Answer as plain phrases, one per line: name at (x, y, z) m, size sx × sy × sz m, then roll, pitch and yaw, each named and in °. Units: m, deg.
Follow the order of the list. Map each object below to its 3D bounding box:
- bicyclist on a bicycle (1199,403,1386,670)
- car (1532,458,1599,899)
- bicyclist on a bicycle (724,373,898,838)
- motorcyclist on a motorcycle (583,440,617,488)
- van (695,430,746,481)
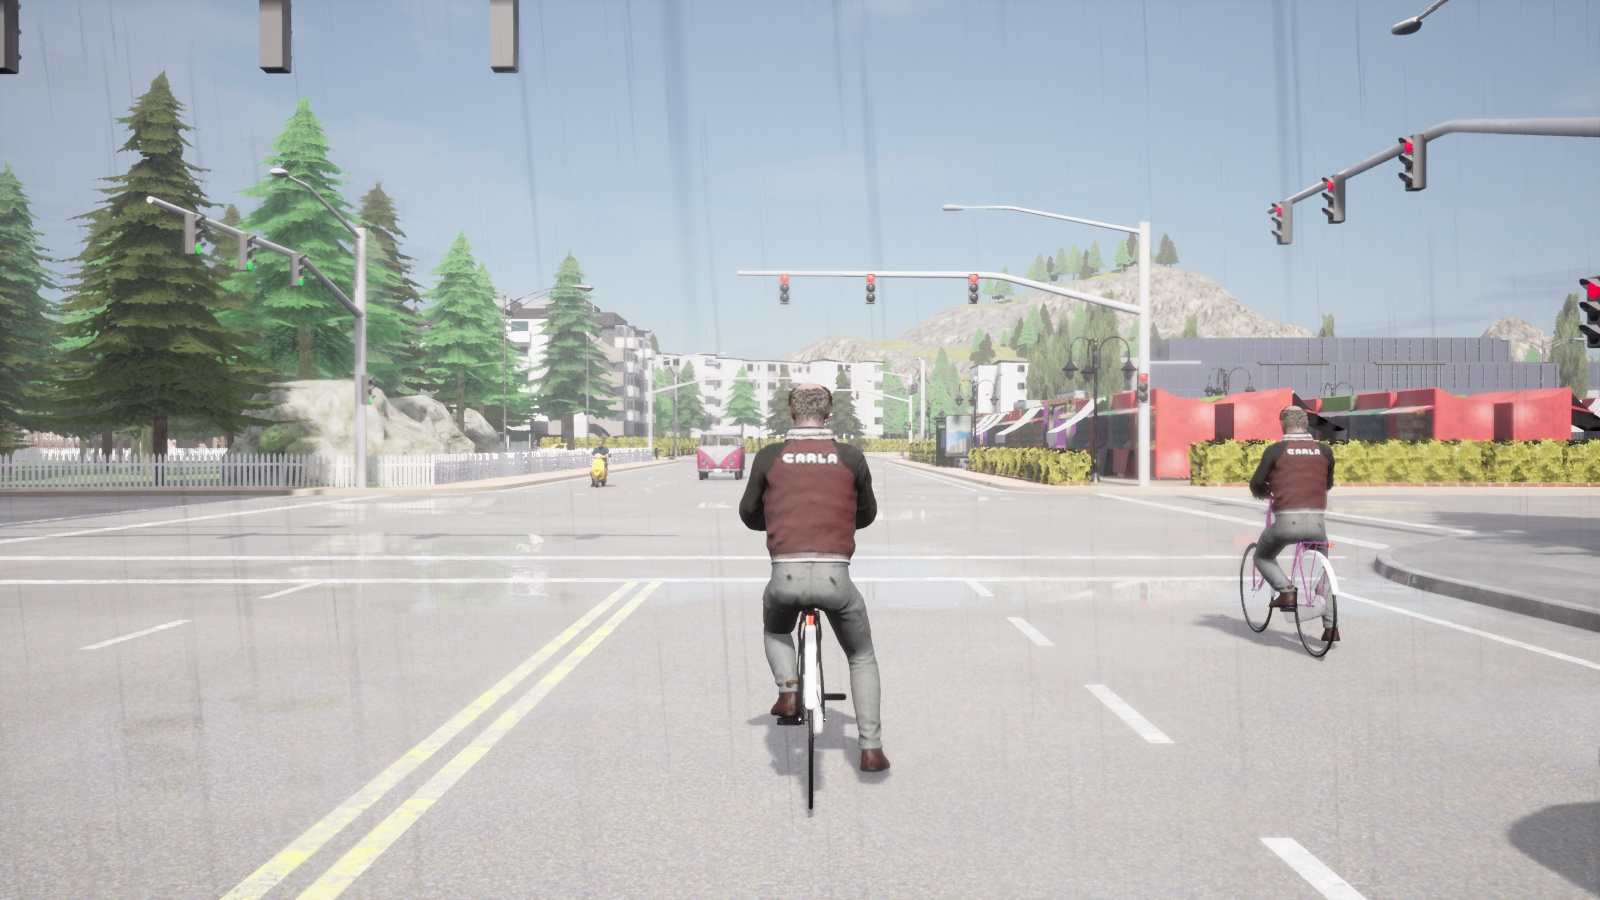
bicyclist on a bicycle at (3.564, 0.568, 9.269) m, size 0.659 × 1.776 × 1.843 m, roll 0°, pitch 1°, yaw 0°
car at (3.526, 0.763, 2.164) m, size 1.812 × 1.442 × 4.674 m, roll 0°, pitch 0°, yaw 0°
bicyclist on a bicycle at (0.046, 0.585, 5.708) m, size 0.659 × 1.776 × 1.843 m, roll 0°, pitch 1°, yaw 0°
motorcyclist on a motorcycle at (-6.760, 0.454, 42.533) m, size 0.866 × 1.590 × 1.817 m, roll 0°, pitch 0°, yaw 0°
van at (-3.213, 0.207, 51.313) m, size 1.775 × 1.987 × 4.442 m, roll 0°, pitch 0°, yaw 0°
